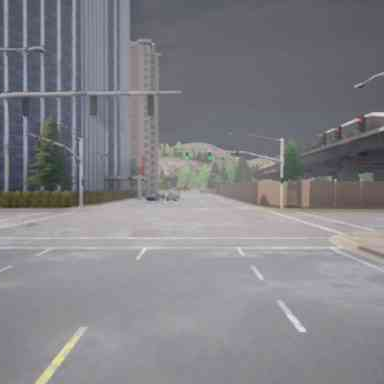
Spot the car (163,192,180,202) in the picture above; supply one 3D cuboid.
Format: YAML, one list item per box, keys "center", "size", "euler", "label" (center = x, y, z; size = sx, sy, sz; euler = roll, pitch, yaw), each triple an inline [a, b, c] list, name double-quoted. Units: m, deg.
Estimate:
- center: [-3.562, 0.963, 59.268]
  size: [1.837, 1.490, 4.892]
  euler: [0, 1, 0]
  label: "car"

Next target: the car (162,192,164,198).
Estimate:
- center: [-7.026, 0.774, 74.397]
  size: [1.882, 1.535, 5.008]
  euler: [0, 1, 0]
  label: "car"

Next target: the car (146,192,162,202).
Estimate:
- center: [-7.057, 1.061, 59.193]
  size: [1.895, 1.301, 4.718]
  euler: [0, 1, 1]
  label: "car"
